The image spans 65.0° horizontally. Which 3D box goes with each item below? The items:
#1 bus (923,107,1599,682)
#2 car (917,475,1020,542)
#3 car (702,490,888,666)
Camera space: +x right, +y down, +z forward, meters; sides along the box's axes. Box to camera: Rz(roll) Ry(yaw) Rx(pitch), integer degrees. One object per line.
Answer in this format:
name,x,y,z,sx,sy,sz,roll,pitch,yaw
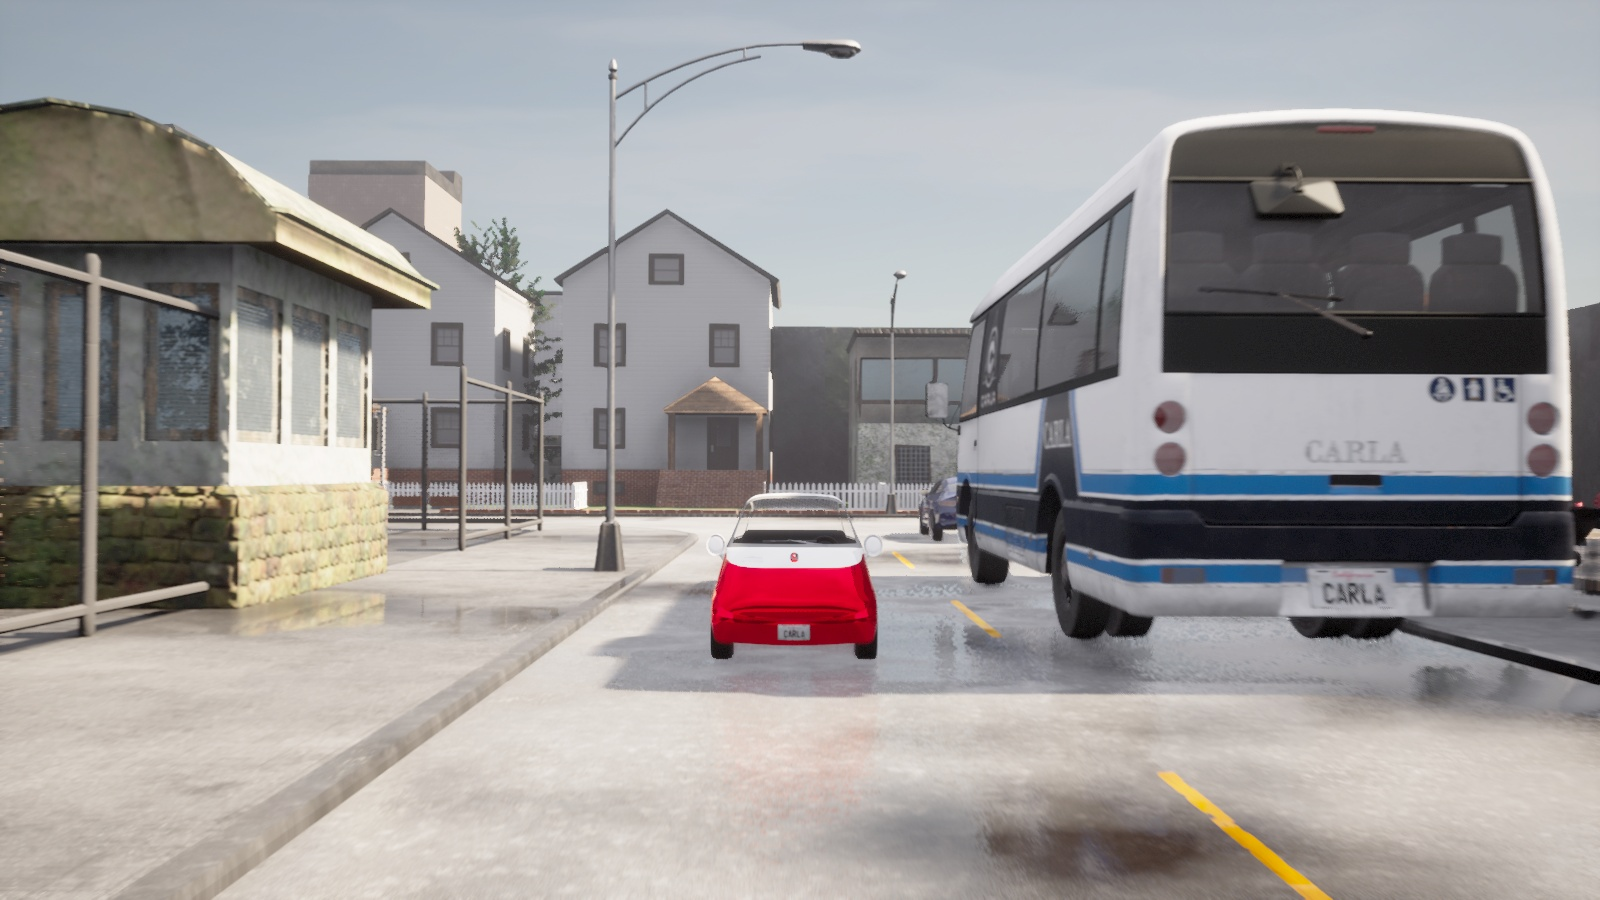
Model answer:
bus,3.932,-0.338,14.450,3.944,4.253,10.273,0,-1,0
car,3.888,1.317,29.668,1.812,1.442,4.674,0,-1,0
car,-0.042,1.054,11.123,1.481,1.376,2.207,0,-1,0
